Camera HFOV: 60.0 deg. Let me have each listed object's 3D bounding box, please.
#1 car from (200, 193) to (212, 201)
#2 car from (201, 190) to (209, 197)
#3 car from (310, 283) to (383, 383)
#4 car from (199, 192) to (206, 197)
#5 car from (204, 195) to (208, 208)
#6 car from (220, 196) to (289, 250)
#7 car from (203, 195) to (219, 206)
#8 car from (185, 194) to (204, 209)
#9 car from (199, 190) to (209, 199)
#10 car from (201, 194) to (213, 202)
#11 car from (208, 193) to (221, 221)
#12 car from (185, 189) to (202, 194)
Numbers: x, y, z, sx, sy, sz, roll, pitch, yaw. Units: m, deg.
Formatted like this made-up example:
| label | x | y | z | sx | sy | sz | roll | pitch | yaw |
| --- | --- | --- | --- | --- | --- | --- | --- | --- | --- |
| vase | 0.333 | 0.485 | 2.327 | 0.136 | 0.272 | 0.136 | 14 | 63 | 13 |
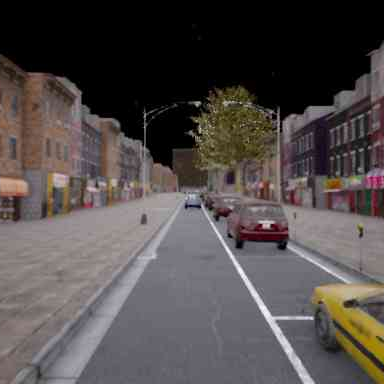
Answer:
| label | x | y | z | sx | sy | sz | roll | pitch | yaw |
| --- | --- | --- | --- | --- | --- | --- | --- | --- | --- |
| car | 2.657 | 0.966 | 64.298 | 1.947 | 1.339 | 4.313 | 2 | 1 | 0 |
| car | 2.663 | 1.029 | 42.071 | 2.192 | 1.841 | 5.009 | 2 | 1 | 0 |
| car | 2.653 | 1.525 | 3.330 | 1.752 | 1.417 | 4.829 | 1 | 0 | 0 |
| car | 2.654 | 0.638 | 86.510 | 1.802 | 1.307 | 4.206 | 2 | 1 | 0 |
| car | 2.656 | 1.344 | 36.514 | 1.947 | 1.339 | 4.313 | 2 | 1 | 0 |
| car | 2.660 | 1.283 | 14.279 | 2.192 | 1.841 | 5.009 | 1 | 0 | 0 |
| car | 2.657 | 1.190 | 47.631 | 1.887 | 1.381 | 4.507 | 2 | 1 | 0 |
| car | 0.098 | 1.288 | 41.062 | 1.994 | 1.385 | 4.181 | 0 | 0 | 0 |
| car | 2.664 | 0.539 | 75.400 | 2.192 | 1.841 | 5.009 | 2 | 1 | 0 |
| car | 2.658 | 1.052 | 58.742 | 1.947 | 1.339 | 4.313 | 2 | 1 | 0 |
| car | 2.662 | 1.203 | 25.398 | 2.192 | 1.841 | 5.009 | 2 | 1 | 0 |
| car | 0.086 | 0.767 | 54.829 | 2.150 | 2.045 | 5.566 | 0 | 1 | 0 |
